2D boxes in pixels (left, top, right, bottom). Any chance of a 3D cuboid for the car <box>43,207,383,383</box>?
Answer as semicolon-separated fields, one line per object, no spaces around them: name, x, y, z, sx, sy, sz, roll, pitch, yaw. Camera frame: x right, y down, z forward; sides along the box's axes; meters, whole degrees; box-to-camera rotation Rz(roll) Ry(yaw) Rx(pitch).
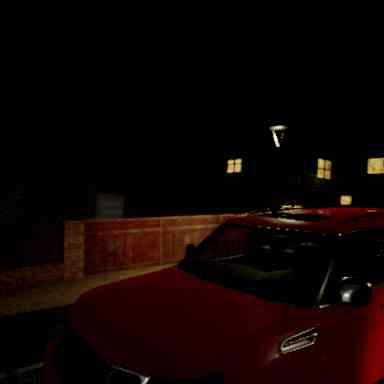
car;1.295;1.250;3.997;5.566;2.045;2.150;1;0;-36
